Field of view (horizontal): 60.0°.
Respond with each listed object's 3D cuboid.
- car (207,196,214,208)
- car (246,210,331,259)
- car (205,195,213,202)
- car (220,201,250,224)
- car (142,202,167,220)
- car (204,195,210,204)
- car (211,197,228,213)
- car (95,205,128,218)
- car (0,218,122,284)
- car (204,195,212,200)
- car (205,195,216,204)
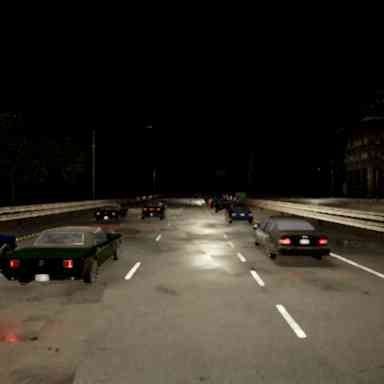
[{"bbox_3d":[3.766,1.736,50.738,1.837,1.490,4.892,0,0,1],"label":"car"},{"bbox_3d":[3.610,1.641,13.011,2.033,1.411,5.357,0,0,1],"label":"car"},{"bbox_3d":[4.233,1.575,83.830,1.801,1.575,5.366,0,1,1],"label":"car"},{"bbox_3d":[3.674,1.706,26.668,2.033,1.411,5.357,0,0,0],"label":"car"},{"bbox_3d":[-3.307,1.660,29.780,2.128,1.511,4.902,0,0,0],"label":"car"},{"bbox_3d":[3.894,1.615,61.677,2.097,1.767,4.553,0,0,1],"label":"car"},{"bbox_3d":[3.662,1.703,39.767,1.837,1.490,4.892,0,0,0],"label":"car"},{"bbox_3d":[-6.815,1.765,28.687,1.895,1.301,4.718,0,0,0],"label":"car"},{"bbox_3d":[-3.389,1.675,9.786,1.895,1.301,4.718,0,0,0],"label":"car"},{"bbox_3d":[4.435,1.565,94.610,2.033,1.411,5.357,0,1,1],"label":"car"},{"bbox_3d":[4.049,1.574,72.639,2.097,1.767,4.553,0,0,1],"label":"car"}]
